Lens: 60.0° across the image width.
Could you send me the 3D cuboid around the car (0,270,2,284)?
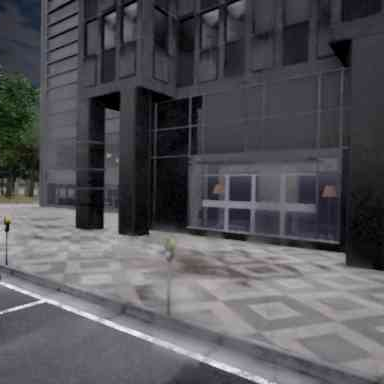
[{"bbox_3d":[-5.984,1.343,7.270,4.829,1.417,1.752,1,1,36],"label":"car"}]
